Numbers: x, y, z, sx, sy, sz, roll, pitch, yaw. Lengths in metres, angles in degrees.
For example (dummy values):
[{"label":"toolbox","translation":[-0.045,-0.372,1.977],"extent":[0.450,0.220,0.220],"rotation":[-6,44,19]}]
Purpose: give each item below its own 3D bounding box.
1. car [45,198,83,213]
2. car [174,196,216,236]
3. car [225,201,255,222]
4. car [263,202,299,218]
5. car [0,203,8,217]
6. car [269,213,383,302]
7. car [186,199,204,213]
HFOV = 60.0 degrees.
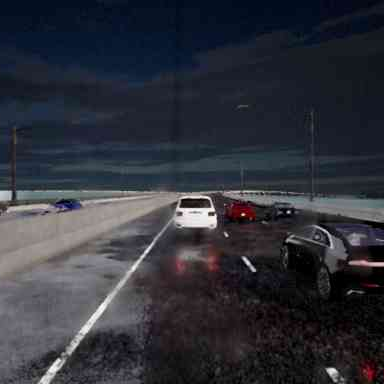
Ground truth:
[{"label":"car","translation":[-10.365,1.254,27.260],"extent":[1.812,1.442,4.674],"rotation":[0,0,1]},{"label":"car","translation":[0.155,1.231,18.697],"extent":[2.150,2.045,5.566],"rotation":[0,0,0]},{"label":"car","translation":[3.735,1.491,26.608],"extent":[1.882,1.535,5.008],"rotation":[0,0,1]},{"label":"car","translation":[7.240,1.561,27.315],"extent":[2.033,1.411,5.357],"rotation":[0,0,1]},{"label":"car","translation":[-17.364,1.357,27.329],"extent":[2.033,1.411,5.357],"rotation":[0,0,1]},{"label":"car","translation":[3.618,1.497,8.238],"extent":[2.128,1.511,4.902],"rotation":[0,0,0]},{"label":"car","translation":[0.381,1.562,38.997],"extent":[2.033,1.411,5.357],"rotation":[0,0,1]}]
